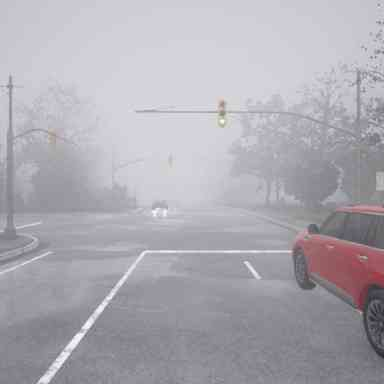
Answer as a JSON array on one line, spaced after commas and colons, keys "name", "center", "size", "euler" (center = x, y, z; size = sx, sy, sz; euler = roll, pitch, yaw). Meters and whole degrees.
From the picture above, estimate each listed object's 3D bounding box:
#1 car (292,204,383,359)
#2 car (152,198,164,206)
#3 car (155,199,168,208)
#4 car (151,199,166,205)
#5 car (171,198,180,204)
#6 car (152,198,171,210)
[{"name": "car", "center": [3.590, 1.221, 6.053], "size": [2.150, 2.045, 5.566], "euler": [0, 0, 0]}, {"name": "car", "center": [-6.803, 1.968, 65.767], "size": [1.882, 1.535, 5.008], "euler": [0, -1, -11]}, {"name": "car", "center": [-4.904, 1.819, 53.226], "size": [1.895, 1.301, 4.718], "euler": [0, -1, -7]}, {"name": "car", "center": [-8.353, 2.406, 83.038], "size": [2.033, 1.411, 5.357], "euler": [0, -1, -25]}, {"name": "car", "center": [-4.644, 2.316, 83.176], "size": [1.882, 1.535, 5.008], "euler": [0, -1, -22]}, {"name": "car", "center": [-4.138, 1.640, 43.312], "size": [1.994, 1.385, 4.181], "euler": [0, -1, -3]}]
